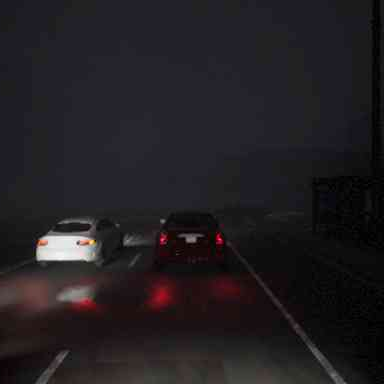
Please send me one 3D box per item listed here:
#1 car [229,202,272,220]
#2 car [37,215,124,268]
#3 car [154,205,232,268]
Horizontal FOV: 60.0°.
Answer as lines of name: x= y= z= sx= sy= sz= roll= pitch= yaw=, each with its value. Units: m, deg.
car: x=4.277 y=1.518 z=27.398 sx=4.718 sy=1.301 sz=1.895 roll=-3 pitch=0 yaw=-28
car: x=-3.532 y=1.505 z=11.155 sx=1.812 sy=1.442 sz=4.674 roll=0 pitch=0 yaw=-1
car: x=-0.051 y=1.333 z=11.333 sx=2.097 sy=1.767 sz=4.553 roll=0 pitch=0 yaw=-1
